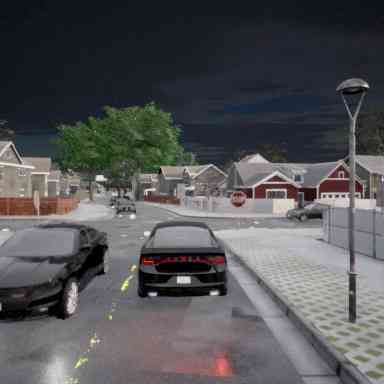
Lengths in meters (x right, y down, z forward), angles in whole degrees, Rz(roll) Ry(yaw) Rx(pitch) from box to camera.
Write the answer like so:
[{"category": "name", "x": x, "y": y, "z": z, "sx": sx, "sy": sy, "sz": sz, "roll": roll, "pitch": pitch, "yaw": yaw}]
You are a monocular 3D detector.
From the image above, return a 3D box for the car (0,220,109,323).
[{"category": "car", "x": -3.170, "y": 1.479, "z": 7.540, "sx": 1.882, "sy": 1.535, "sz": 5.008, "roll": 0, "pitch": 0, "yaw": -3}]

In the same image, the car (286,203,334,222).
[{"category": "car", "x": 9.947, "y": 1.633, "z": 26.981, "sx": 4.674, "sy": 1.442, "sz": 1.812, "roll": 1, "pitch": 1, "yaw": -15}]

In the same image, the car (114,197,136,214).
[{"category": "car", "x": -7.041, "y": 1.579, "z": 35.598, "sx": 1.994, "sy": 1.385, "sz": 4.181, "roll": 0, "pitch": 0, "yaw": -13}]

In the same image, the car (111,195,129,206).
[{"category": "car", "x": -9.461, "y": 1.568, "z": 45.045, "sx": 2.033, "sy": 1.411, "sz": 5.357, "roll": 0, "pitch": 0, "yaw": -16}]

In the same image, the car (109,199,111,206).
[{"category": "car", "x": -12.649, "y": 1.573, "z": 54.973, "sx": 2.033, "sy": 1.411, "sz": 5.357, "roll": 0, "pitch": 0, "yaw": -20}]

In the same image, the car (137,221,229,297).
[{"category": "car", "x": -0.271, "y": 1.476, "z": 8.633, "sx": 1.882, "sy": 1.535, "sz": 5.008, "roll": 0, "pitch": 0, "yaw": -3}]

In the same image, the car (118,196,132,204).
[{"category": "car", "x": -12.927, "y": 1.511, "z": 64.006, "sx": 1.837, "sy": 1.490, "sz": 4.892, "roll": 0, "pitch": 0, "yaw": -20}]

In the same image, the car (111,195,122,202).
[{"category": "car", "x": -16.874, "y": 1.495, "z": 74.471, "sx": 1.882, "sy": 1.535, "sz": 5.008, "roll": 0, "pitch": 0, "yaw": -19}]
